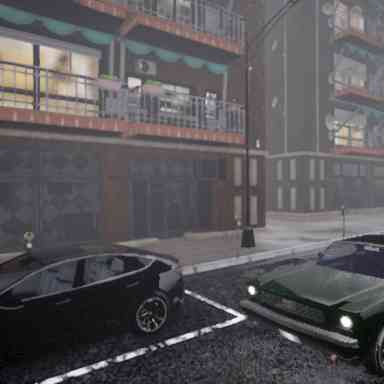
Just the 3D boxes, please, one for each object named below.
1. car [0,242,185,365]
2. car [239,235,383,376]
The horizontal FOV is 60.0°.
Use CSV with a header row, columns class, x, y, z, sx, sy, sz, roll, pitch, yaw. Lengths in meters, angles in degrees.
class,x,y,z,sx,sy,sz,roll,pitch,yaw
car,-2.123,1.539,5.025,4.313,1.339,1.947,-2,2,-35
car,3.037,1.467,5.489,4.718,1.301,1.895,-2,1,-35
